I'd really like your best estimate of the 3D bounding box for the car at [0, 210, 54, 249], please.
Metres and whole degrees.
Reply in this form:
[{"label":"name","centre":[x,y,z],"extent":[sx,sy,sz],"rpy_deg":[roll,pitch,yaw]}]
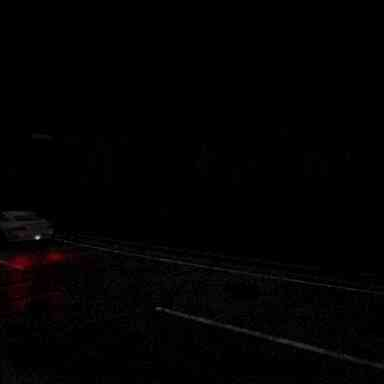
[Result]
[{"label":"car","centre":[-7.633,1.530,14.456],"extent":[4.674,1.442,1.812],"rpy_deg":[0,0,44]}]
